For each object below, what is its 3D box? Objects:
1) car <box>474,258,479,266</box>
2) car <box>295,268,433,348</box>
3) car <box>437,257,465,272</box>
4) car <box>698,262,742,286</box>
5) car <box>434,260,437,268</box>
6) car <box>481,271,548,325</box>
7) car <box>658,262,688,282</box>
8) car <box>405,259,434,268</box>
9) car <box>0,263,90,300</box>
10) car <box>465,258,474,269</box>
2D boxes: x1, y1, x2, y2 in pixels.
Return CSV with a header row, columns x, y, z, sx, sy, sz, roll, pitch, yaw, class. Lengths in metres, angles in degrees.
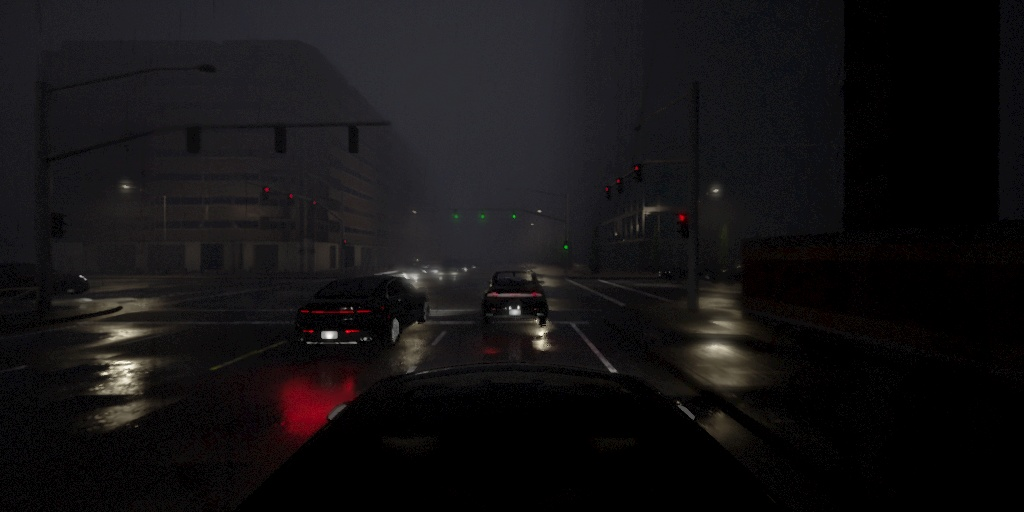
x,y,z,sx,sy,sz,roll,pitch,yaw,class
-7.105,1.124,64.538,2.033,1.411,5.357,0,0,1,car
-3.459,1.234,9.178,1.837,1.490,4.892,0,0,0,car
-7.408,1.111,44.087,1.882,1.535,5.008,0,0,0,car
15.836,1.234,24.497,4.902,1.511,2.128,0,0,0,car
-10.861,1.216,50.667,1.895,1.301,4.718,0,0,1,car
0.069,1.220,11.595,2.128,1.511,4.902,0,0,0,car
14.001,1.225,28.003,4.902,1.511,2.128,0,0,0,car
-10.907,1.132,41.322,2.128,1.511,4.902,0,0,0,car
-23.668,1.114,17.430,4.553,1.767,2.097,0,0,0,car
-7.312,1.170,54.104,1.994,1.385,4.181,0,0,1,car
